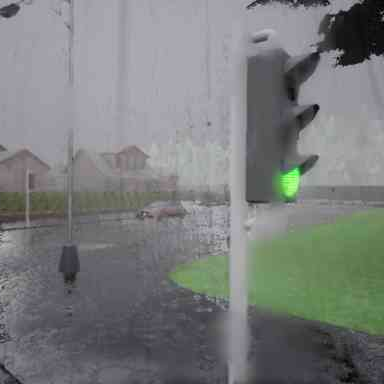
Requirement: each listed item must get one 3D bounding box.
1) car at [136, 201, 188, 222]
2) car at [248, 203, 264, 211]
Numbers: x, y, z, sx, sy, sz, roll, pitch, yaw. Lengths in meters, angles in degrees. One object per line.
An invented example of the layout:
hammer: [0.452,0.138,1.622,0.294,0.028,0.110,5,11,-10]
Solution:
car: [-2.110,1.352,24.493,1.994,1.385,4.181,1,1,36]
car: [7.658,1.390,38.036,1.895,1.301,4.718,1,1,36]
